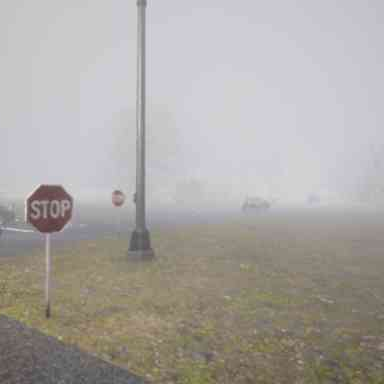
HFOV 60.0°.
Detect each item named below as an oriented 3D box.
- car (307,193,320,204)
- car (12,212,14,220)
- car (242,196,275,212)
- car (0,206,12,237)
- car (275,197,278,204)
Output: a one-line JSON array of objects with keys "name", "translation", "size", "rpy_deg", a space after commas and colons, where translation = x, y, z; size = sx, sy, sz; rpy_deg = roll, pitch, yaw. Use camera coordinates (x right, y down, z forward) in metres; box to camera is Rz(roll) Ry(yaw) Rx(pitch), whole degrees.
[{"name": "car", "translation": [24.809, 1.275, 67.720], "size": [2.150, 2.045, 5.566], "rpy_deg": [1, 0, 26]}, {"name": "car", "translation": [-13.590, 1.433, 20.355], "size": [1.837, 1.490, 4.892], "rpy_deg": [1, 1, 34]}, {"name": "car", "translation": [7.735, 1.348, 39.611], "size": [2.097, 1.767, 4.553], "rpy_deg": [1, 0, 34]}, {"name": "car", "translation": [-10.021, 1.415, 13.100], "size": [1.812, 1.442, 4.674], "rpy_deg": [1, 0, 34]}, {"name": "car", "translation": [14.667, 1.493, 62.579], "size": [2.128, 1.511, 4.902], "rpy_deg": [1, 0, 34]}]
